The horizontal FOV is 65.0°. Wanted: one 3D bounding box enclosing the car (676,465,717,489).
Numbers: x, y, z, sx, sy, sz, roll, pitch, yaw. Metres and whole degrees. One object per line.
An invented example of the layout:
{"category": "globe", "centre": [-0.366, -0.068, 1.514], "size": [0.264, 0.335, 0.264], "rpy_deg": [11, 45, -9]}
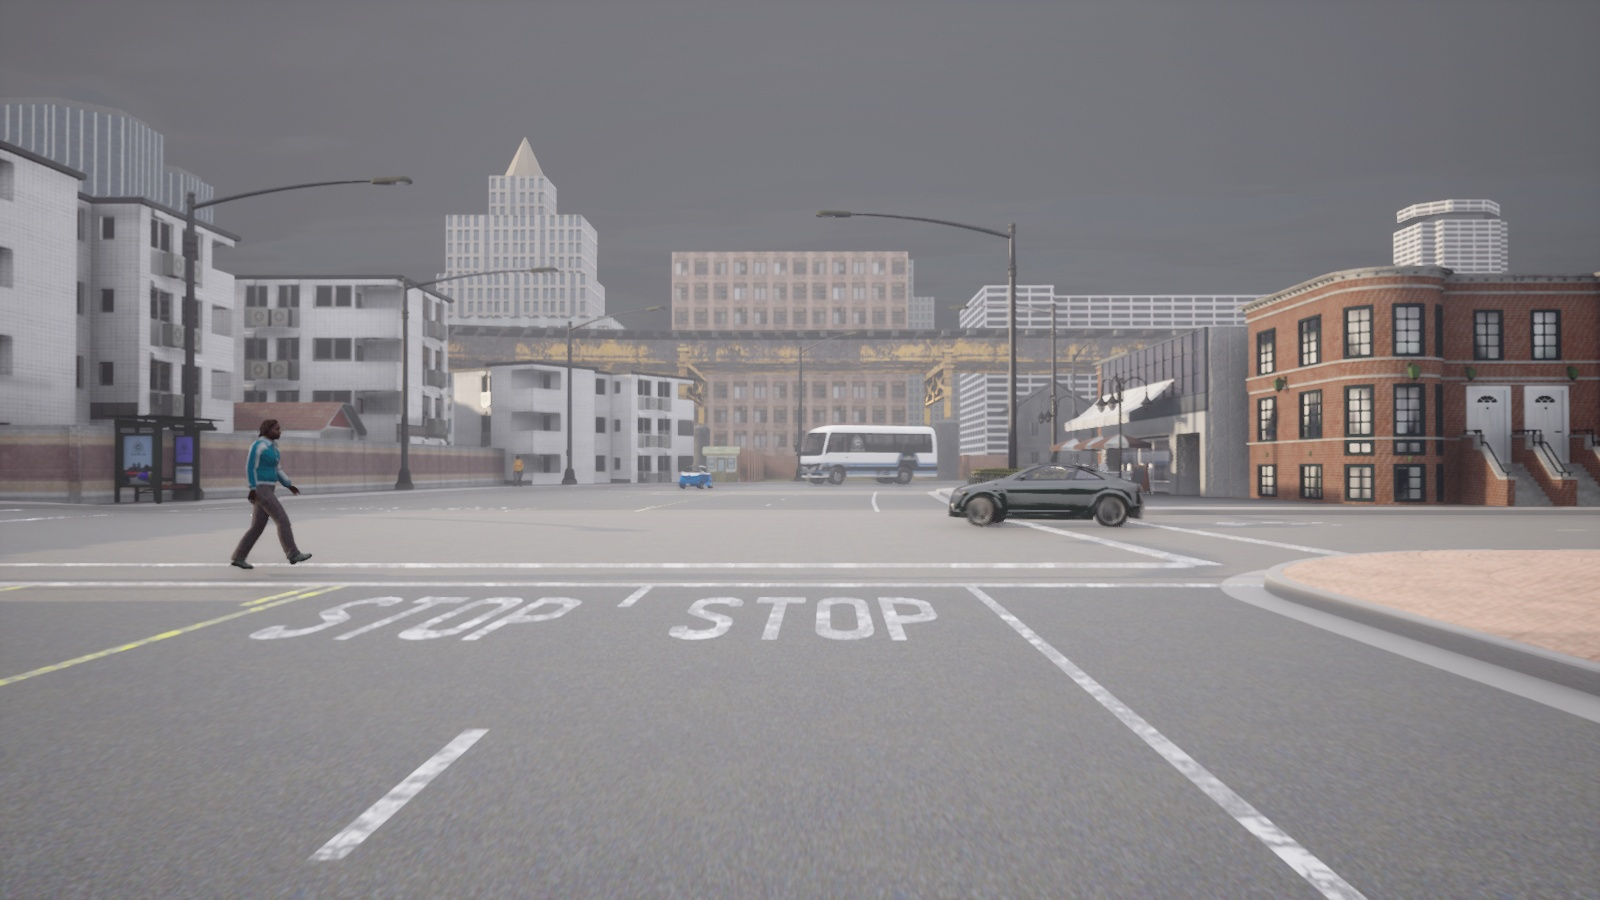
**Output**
{"category": "car", "centre": [-5.980, 1.540, 72.408], "size": [1.481, 1.376, 2.207], "rpy_deg": [0, -1, 24]}

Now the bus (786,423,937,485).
{"category": "bus", "centre": [4.450, 0.359, 90.249], "size": [10.273, 4.253, 3.944], "rpy_deg": [0, -1, -29]}

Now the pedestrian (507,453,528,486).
{"category": "pedestrian", "centre": [-15.766, 1.101, 70.100], "size": [0.874, 1.855, 0.900], "rpy_deg": [0, -1, 10]}

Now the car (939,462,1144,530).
{"category": "car", "centre": [5.259, 0.962, 27.189], "size": [4.181, 1.385, 1.994], "rpy_deg": [0, -1, 16]}

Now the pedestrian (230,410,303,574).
{"category": "pedestrian", "centre": [-6.356, 0.496, 14.973], "size": [0.692, 1.930, 0.396], "rpy_deg": [0, -1, -3]}
